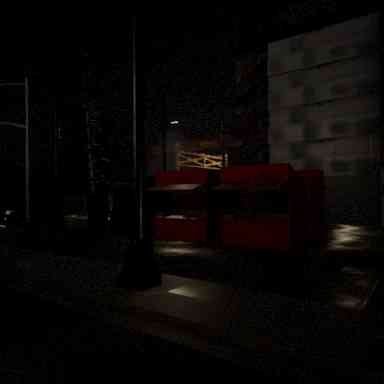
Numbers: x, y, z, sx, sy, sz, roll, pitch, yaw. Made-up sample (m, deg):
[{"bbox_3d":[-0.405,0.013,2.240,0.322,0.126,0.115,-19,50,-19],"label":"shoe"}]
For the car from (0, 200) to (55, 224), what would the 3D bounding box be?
[{"bbox_3d":[-12.900,1.491,26.270,2.097,1.767,4.553,-1,-1,36],"label":"car"}]

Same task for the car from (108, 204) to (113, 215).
[{"bbox_3d":[-7.191,1.663,34.121,1.812,1.442,4.674,-1,-1,36],"label":"car"}]
